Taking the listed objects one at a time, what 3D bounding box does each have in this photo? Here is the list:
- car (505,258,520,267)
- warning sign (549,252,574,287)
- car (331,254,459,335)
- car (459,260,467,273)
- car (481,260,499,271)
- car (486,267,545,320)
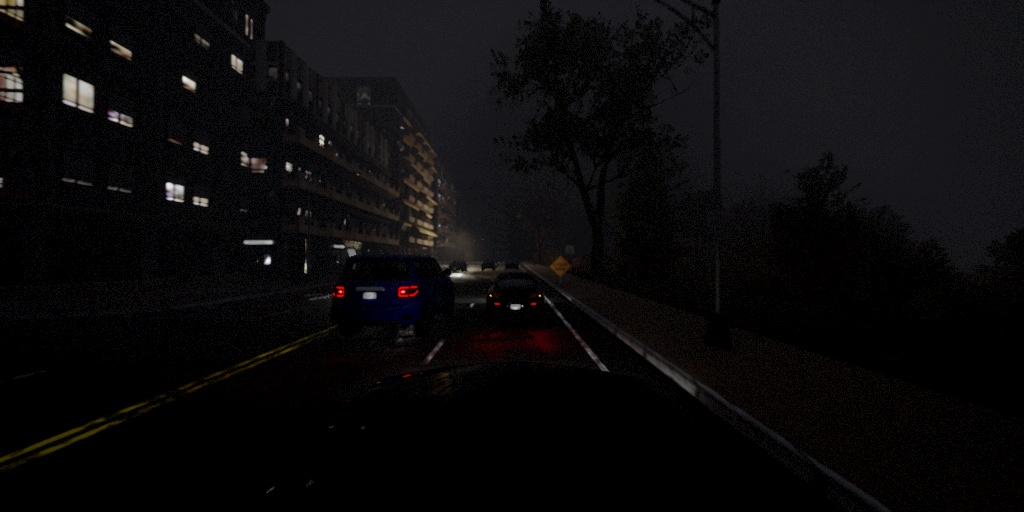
[{"bbox_3d":[-0.005,1.240,50.196,1.882,1.535,5.008,0,0,0],"label":"car"},{"bbox_3d":[2.849,0.868,20.960,1.300,1.860,1.060,0,0,0],"label":"warning sign"},{"bbox_3d":[-3.151,0.973,10.625,2.150,2.045,5.566,0,0,0],"label":"car"},{"bbox_3d":[-6.579,1.252,43.765,2.128,1.511,4.902,0,0,0],"label":"car"},{"bbox_3d":[-3.255,1.254,50.196,2.128,1.511,4.902,0,0,0],"label":"car"},{"bbox_3d":[0.099,1.277,12.503,1.812,1.442,4.674,0,0,0],"label":"car"}]
